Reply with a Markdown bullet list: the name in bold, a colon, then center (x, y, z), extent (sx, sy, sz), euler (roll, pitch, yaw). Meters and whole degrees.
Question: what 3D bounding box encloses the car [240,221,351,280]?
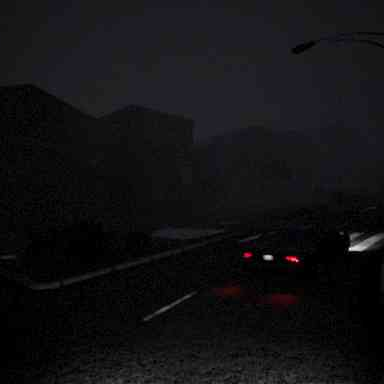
- **car**: center (3.467, 1.621, 10.471), extent (2.033, 1.411, 5.357), euler (-3, 0, 37)
